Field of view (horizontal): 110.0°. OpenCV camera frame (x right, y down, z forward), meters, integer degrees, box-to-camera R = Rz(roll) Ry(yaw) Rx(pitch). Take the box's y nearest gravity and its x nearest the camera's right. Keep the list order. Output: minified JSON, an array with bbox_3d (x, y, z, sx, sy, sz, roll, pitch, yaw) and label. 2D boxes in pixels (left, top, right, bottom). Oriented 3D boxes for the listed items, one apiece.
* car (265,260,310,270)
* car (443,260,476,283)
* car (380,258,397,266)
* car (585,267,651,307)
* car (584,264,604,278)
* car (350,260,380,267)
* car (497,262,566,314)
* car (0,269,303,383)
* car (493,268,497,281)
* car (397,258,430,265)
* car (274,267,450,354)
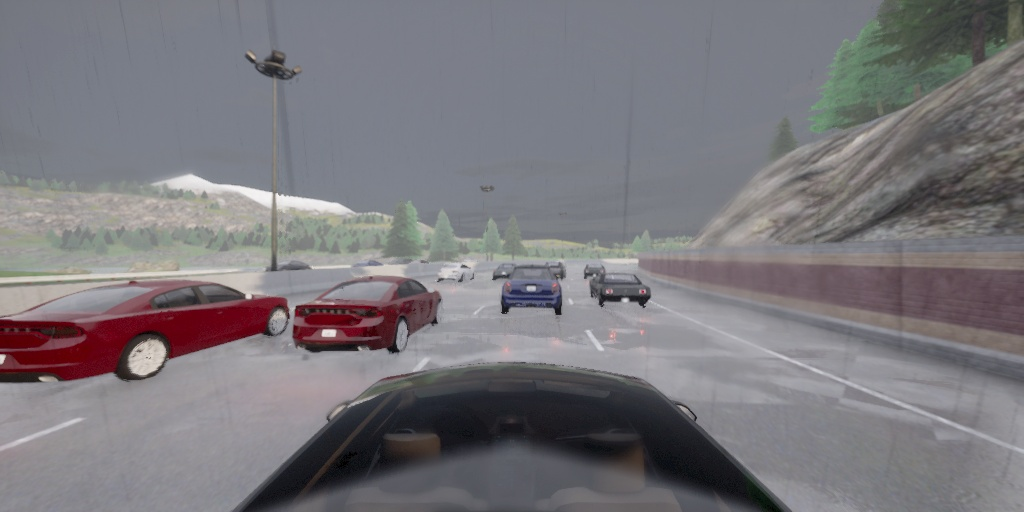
[{"bbox_3d":[-23.679,1.171,38.031,1.812,1.442,4.674,0,0,13],"label":"car"},{"bbox_3d":[-4.252,1.243,27.662,1.812,1.442,4.674,0,0,11],"label":"car"},{"bbox_3d":[-14.296,1.021,45.954,2.097,1.767,4.553,0,0,17],"label":"car"},{"bbox_3d":[4.472,1.355,15.577,1.895,1.301,4.718,0,0,6],"label":"car"},{"bbox_3d":[7.640,1.353,32.945,1.895,1.301,4.718,0,0,14],"label":"car"},{"bbox_3d":[-18.232,1.184,45.084,1.812,1.442,4.674,0,0,17],"label":"car"},{"bbox_3d":[0.834,1.096,13.962,2.097,1.767,4.553,0,0,5],"label":"car"},{"bbox_3d":[-6.683,1.202,7.182,1.882,1.535,5.008,0,0,2],"label":"car"},{"bbox_3d":[-0.240,1.292,29.785,1.994,1.385,4.181,0,0,12],"label":"car"},{"bbox_3d":[-11.467,1.207,43.277,1.812,1.442,4.674,0,0,17],"label":"car"},{"bbox_3d":[-3.096,1.212,8.803,1.882,1.535,5.008,0,0,3],"label":"car"}]
